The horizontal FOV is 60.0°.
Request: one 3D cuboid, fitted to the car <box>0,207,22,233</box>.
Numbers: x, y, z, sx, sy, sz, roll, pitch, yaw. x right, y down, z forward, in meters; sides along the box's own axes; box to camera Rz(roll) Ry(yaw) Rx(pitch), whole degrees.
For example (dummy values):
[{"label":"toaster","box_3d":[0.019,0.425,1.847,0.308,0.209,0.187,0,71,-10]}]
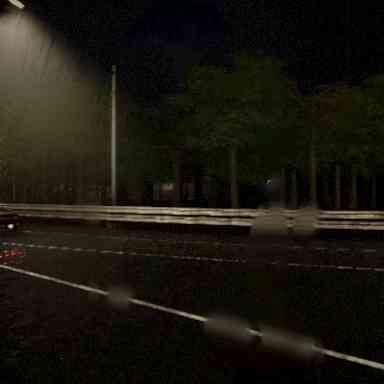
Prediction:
[{"label":"car","box_3d":[-11.508,1.522,18.222,4.892,1.490,1.837,0,0,26]}]
